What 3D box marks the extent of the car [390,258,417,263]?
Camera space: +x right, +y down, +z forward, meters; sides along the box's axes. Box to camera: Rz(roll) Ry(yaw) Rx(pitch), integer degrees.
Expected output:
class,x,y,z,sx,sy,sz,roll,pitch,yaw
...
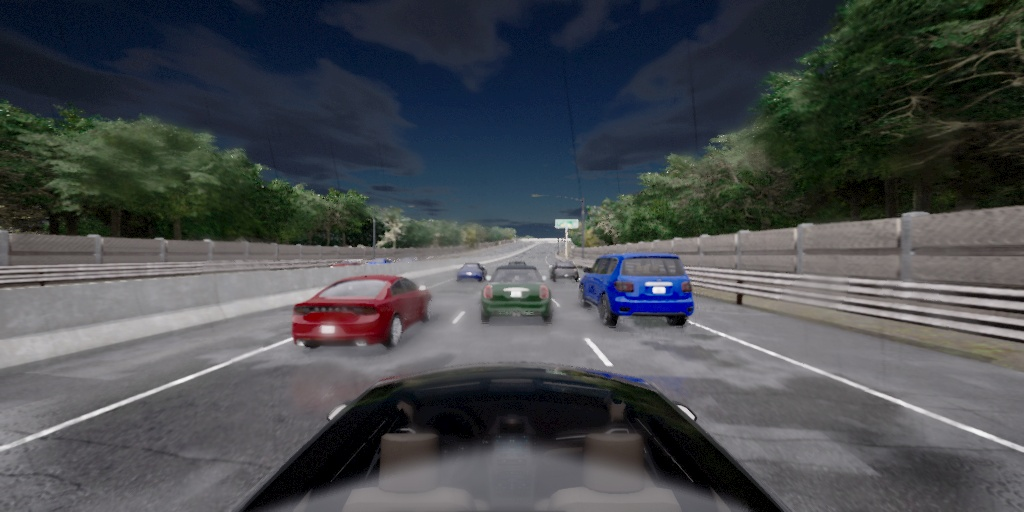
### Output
class,x,y,z,sx,sy,sz,roll,pitch,yaw
car,-13.232,1.079,45.295,1.882,1.535,5.008,0,0,2

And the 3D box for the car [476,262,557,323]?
class,x,y,z,sx,sy,sz,roll,pitch,yaw
car,0.152,1.065,12.135,2.097,1.767,4.553,0,0,1

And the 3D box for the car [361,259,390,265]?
class,x,y,z,sx,sy,sz,roll,pitch,yaw
car,-16.725,1.075,45.477,1.882,1.535,5.008,0,0,2

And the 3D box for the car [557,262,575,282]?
class,x,y,z,sx,sy,sz,roll,pitch,yaw
car,3.903,1.161,27.490,2.128,1.511,4.902,0,0,1

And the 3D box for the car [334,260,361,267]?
class,x,y,z,sx,sy,sz,roll,pitch,yaw
car,-20.261,1.197,44.716,1.895,1.301,4.718,0,0,2

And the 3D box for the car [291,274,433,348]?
class,x,y,z,sx,sy,sz,roll,pitch,yaw
car,-3.388,1.197,9.135,1.882,1.535,5.008,0,0,1

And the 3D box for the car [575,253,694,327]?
class,x,y,z,sx,sy,sz,roll,pitch,yaw
car,3.645,0.935,11.492,2.150,2.045,5.566,0,0,1

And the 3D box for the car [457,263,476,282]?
class,x,y,z,sx,sy,sz,roll,pitch,yaw
car,-3.078,1.226,28.271,1.994,1.385,4.181,0,0,1
